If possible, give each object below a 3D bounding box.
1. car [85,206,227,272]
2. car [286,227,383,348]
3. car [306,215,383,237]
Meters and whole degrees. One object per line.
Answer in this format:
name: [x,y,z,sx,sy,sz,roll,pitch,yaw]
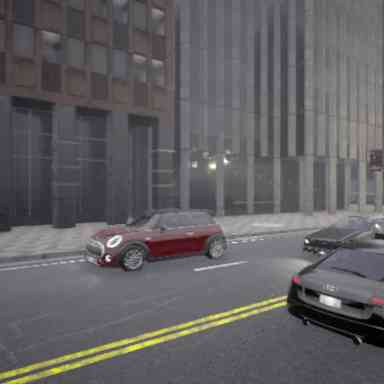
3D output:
car: [-1.069,1.364,10.907,4.553,1.767,2.097,0,0,-35]
car: [3.663,1.579,6.053,4.181,1.385,1.994,0,0,-36]
car: [6.353,1.571,12.210,5.357,1.411,2.033,0,0,-35]
